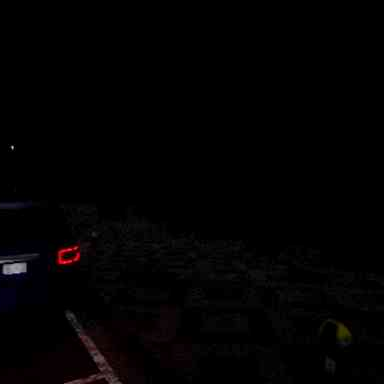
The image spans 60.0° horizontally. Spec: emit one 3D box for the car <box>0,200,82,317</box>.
[{"bbox_3d":[-3.959,1.202,7.118,2.150,2.045,5.566,-1,1,-31],"label":"car"}]

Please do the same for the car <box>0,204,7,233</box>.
[{"bbox_3d":[-12.117,1.499,19.786,1.752,1.417,4.829,-1,1,-31],"label":"car"}]

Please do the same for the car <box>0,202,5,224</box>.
[{"bbox_3d":[-14.868,1.514,24.278,1.887,1.381,4.507,-1,1,-31],"label":"car"}]

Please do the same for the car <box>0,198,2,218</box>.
[{"bbox_3d":[-17.710,1.406,28.914,1.967,1.590,4.097,-1,1,-31],"label":"car"}]
